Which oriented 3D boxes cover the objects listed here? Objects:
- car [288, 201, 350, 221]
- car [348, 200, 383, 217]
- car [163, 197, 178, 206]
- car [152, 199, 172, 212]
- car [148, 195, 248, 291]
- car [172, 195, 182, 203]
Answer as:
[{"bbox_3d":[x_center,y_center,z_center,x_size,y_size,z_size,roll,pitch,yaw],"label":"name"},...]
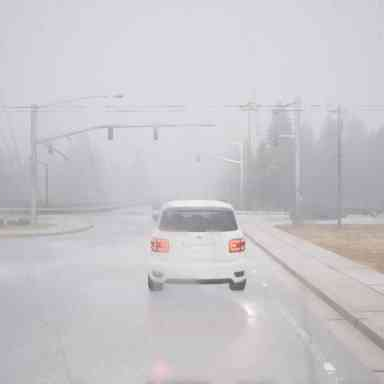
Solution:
[{"bbox_3d":[10.007,1.591,26.917,4.181,1.385,1.994,0,0,1],"label":"car"},{"bbox_3d":[14.898,1.518,30.544,4.902,1.511,2.128,0,0,1],"label":"car"},{"bbox_3d":[-3.571,1.547,55.936,2.033,1.411,5.357,0,0,0],"label":"car"},{"bbox_3d":[-3.591,1.564,40.005,1.994,1.385,4.181,0,0,0],"label":"car"},{"bbox_3d":[0.067,1.218,9.137,2.150,2.045,5.566,0,0,-2],"label":"car"},{"bbox_3d":[-3.275,1.494,72.026,1.837,1.490,4.892,0,0,1],"label":"car"}]
